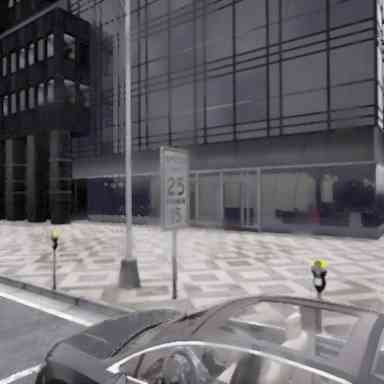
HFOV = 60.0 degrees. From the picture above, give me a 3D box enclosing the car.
[{"bbox_3d":[0.507,1.561,2.600,4.403,1.369,2.008,-1,0,35],"label":"car"}]
